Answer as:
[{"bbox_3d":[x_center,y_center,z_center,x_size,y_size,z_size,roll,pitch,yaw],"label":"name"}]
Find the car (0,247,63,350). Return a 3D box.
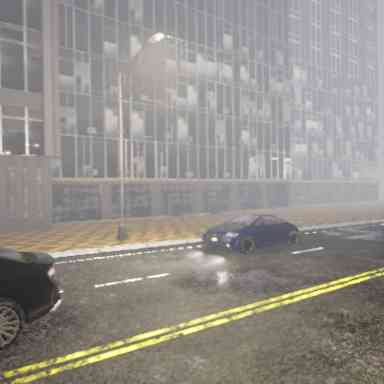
[{"bbox_3d":[-4.393,1.492,4.543,4.902,1.511,2.128,0,0,-35],"label":"car"}]

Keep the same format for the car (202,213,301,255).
[{"bbox_3d":[2.450,1.555,13.402,4.181,1.385,1.994,0,0,-35],"label":"car"}]
